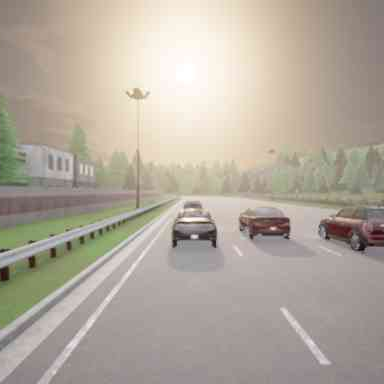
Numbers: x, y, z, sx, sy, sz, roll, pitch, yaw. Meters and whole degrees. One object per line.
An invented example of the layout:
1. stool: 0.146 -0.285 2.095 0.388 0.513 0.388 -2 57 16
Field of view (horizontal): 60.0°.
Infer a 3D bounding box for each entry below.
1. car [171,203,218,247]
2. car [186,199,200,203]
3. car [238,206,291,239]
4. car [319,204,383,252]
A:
1. car: 0.095 1.481 14.981 2.128 1.511 4.902 0 0 0
2. car: 0.090 1.482 33.370 1.837 1.490 4.892 0 0 0
3. car: 3.596 1.466 17.186 1.882 1.535 5.008 0 0 0
4. car: 7.095 1.343 13.999 2.097 1.767 4.553 0 0 0
